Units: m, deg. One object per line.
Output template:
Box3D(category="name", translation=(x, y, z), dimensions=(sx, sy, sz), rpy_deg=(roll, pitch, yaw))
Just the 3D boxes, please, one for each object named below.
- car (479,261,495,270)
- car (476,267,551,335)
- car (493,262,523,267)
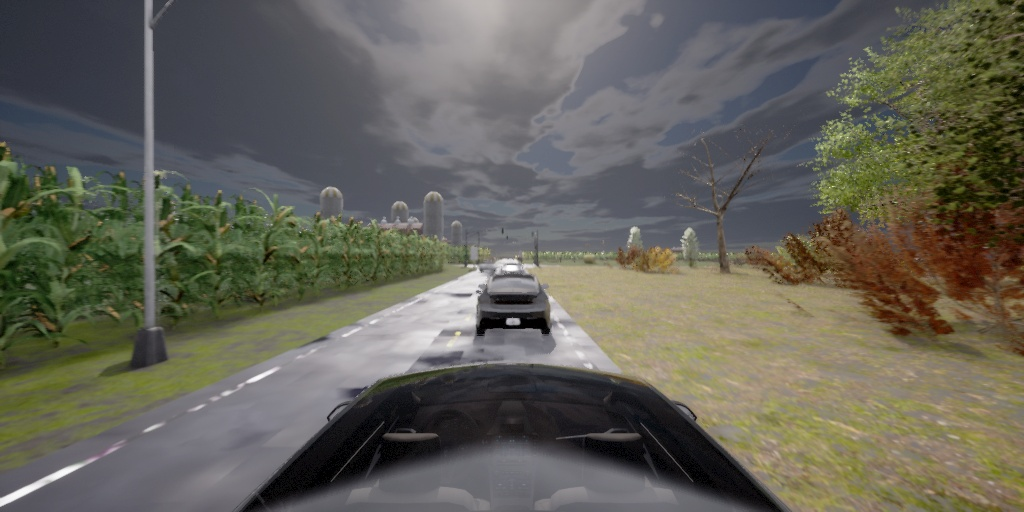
Box3D(category="car", translation=(-2.817, 1.197, 42.220), dimensions=(1.895, 1.301, 4.718), rpy_deg=(0, 0, 0))
Box3D(category="car", translation=(0.047, 1.217, 10.369), dimensions=(1.837, 1.490, 4.892), rpy_deg=(0, 0, 1))
Box3D(category="car", translation=(0.040, 1.205, 24.670), dimensions=(2.033, 1.411, 5.357), rpy_deg=(0, 0, 0))
